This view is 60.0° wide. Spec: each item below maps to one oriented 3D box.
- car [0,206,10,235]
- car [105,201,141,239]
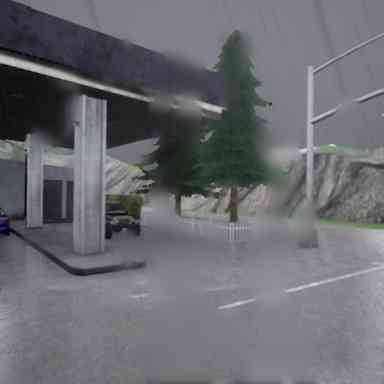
[{"bbox_3d":[-11.569,1.521,18.540,2.242,1.667,4.611,1,0,-36],"label":"car"},{"bbox_3d":[-4.438,1.441,18.337,1.905,1.878,3.866,1,0,-36],"label":"car"}]
